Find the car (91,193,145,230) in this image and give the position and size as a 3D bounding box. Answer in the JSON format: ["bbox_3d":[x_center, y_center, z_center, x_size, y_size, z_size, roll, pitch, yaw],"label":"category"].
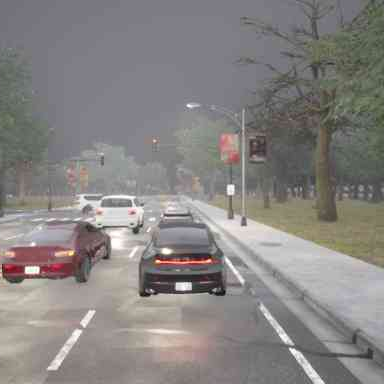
[{"bbox_3d":[-4.020,1.224,19.237,2.150,2.045,5.566,0,0,-5],"label":"car"}]

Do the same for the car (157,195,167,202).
[{"bbox_3d":[-6.938,1.524,75.853,1.882,1.535,5.008,0,0,-3],"label":"car"}]

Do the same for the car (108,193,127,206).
[{"bbox_3d":[-12.565,1.245,56.378,2.150,2.045,5.566,0,0,-2],"label":"car"}]

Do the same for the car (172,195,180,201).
[{"bbox_3d":[-3.692,1.586,76.014,2.033,1.411,5.357,0,0,-3],"label":"car"}]

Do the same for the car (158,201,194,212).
[{"bbox_3d":[-0.873,1.494,18.907,2.128,1.511,4.902,0,0,-3],"label":"car"}]

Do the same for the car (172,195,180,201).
[{"bbox_3d":[-4.205,1.466,86.416,2.128,1.511,4.902,0,0,-3],"label":"car"}]

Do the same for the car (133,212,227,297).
[{"bbox_3d":[-0.266,1.505,8.592,1.837,1.490,4.892,0,0,-3],"label":"car"}]

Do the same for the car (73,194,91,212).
[{"bbox_3d":[-9.156,1.229,33.772,5.566,2.045,2.150,0,1,-26],"label":"car"}]

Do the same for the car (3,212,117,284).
[{"bbox_3d":[-3.568,1.526,9.492,1.812,1.442,4.674,0,0,-3],"label":"car"}]

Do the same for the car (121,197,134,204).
[{"bbox_3d":[-13.044,1.638,67.607,1.895,1.301,4.718,0,0,-3],"label":"car"}]

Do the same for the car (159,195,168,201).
[{"bbox_3d":[-7.451,1.466,86.256,2.128,1.511,4.902,0,0,-3],"label":"car"}]
